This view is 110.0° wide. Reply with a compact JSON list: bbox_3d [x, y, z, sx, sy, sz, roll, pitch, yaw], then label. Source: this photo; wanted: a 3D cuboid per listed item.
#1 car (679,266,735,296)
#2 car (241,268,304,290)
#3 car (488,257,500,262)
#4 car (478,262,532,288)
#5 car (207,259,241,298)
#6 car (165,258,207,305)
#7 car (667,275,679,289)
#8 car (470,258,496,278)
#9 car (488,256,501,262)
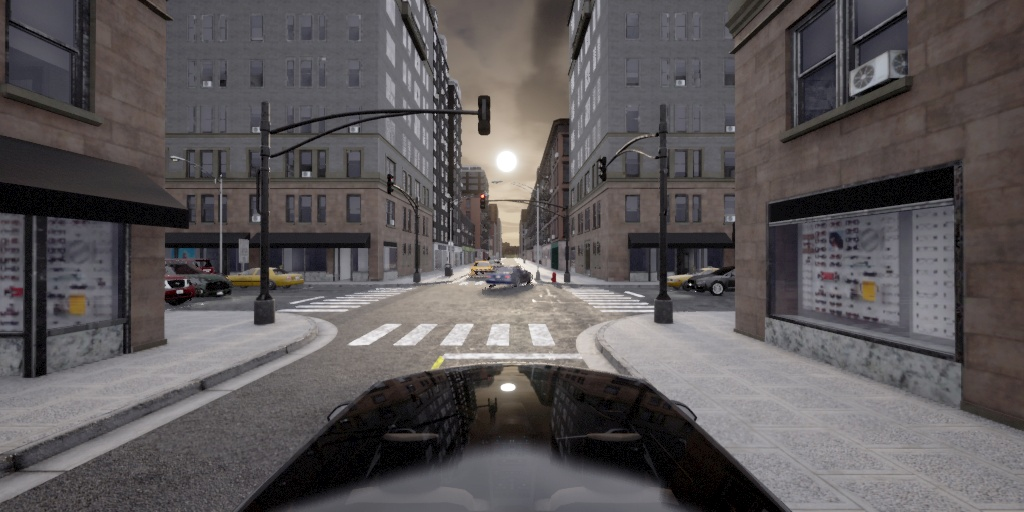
[{"bbox_3d":[11.904,1.273,19.014,4.892,1.490,1.837,0,0,1],"label":"car"},{"bbox_3d":[-15.246,1.279,21.605,4.829,1.417,1.751,0,0,0],"label":"car"},{"bbox_3d":[-2.839,1.244,44.339,1.837,1.490,4.892,0,0,0],"label":"car"},{"bbox_3d":[-0.113,1.296,23.848,2.033,1.411,5.357,0,0,17],"label":"car"},{"bbox_3d":[-15.367,1.084,16.122,4.553,1.767,2.097,0,0,0],"label":"car"},{"bbox_3d":[-15.097,1.035,13.579,5.009,1.841,2.192,0,0,0],"label":"car"},{"bbox_3d":[11.638,1.304,21.561,4.829,1.417,1.751,0,0,0],"label":"car"},{"bbox_3d":[-2.839,1.222,33.937,1.882,1.535,5.008,0,0,0],"label":"car"},{"bbox_3d":[-2.831,0.954,54.933,2.150,2.045,5.566,0,0,0],"label":"car"}]
